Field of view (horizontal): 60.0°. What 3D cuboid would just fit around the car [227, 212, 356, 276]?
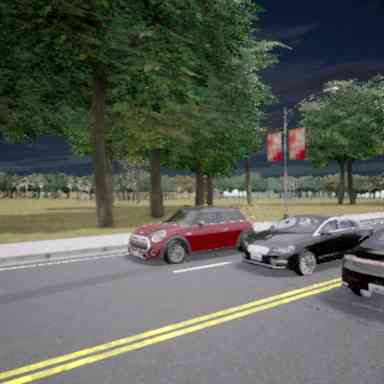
[{"bbox_3d":[3.700,1.436,10.214,4.902,1.511,2.128,0,0,-35],"label":"car"}]

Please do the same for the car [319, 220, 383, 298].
[{"bbox_3d":[5.164,1.439,7.126,4.902,1.511,2.128,0,0,-36],"label":"car"}]

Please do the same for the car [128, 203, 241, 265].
[{"bbox_3d":[0.094,1.307,11.659,4.553,1.767,2.097,-1,0,-35],"label":"car"}]
